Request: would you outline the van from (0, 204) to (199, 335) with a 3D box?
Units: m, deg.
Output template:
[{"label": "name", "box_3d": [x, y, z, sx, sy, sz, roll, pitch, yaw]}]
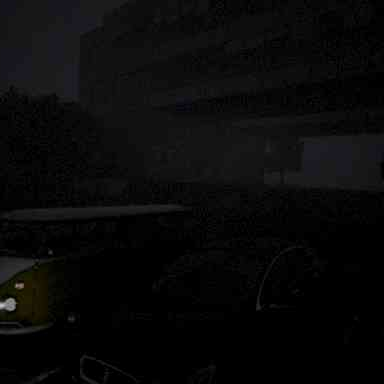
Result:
[{"label": "van", "box_3d": [-1.698, 1.249, 6.346, 1.878, 1.987, 4.442, 0, 0, 35]}]

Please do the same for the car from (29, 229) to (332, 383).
[{"label": "car", "box_3d": [0.648, 1.479, 4.825, 2.231, 1.521, 4.892, 0, 0, 35]}]
